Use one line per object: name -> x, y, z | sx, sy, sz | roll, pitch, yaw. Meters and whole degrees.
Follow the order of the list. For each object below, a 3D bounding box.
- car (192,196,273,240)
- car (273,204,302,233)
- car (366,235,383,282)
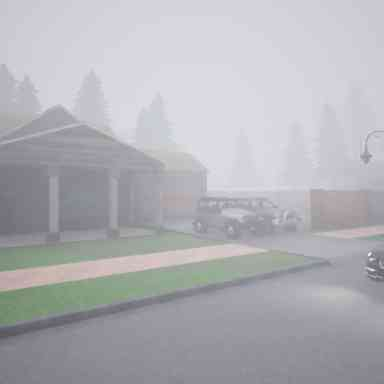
car -> 1.664, 1.173, 16.079 | 1.905, 1.878, 3.866 | 0, 0, -36
car -> 3.474, 1.170, 17.866 | 1.932, 1.855, 4.605 | 0, 0, -36
car -> 6.373, 1.503, 8.550 | 4.892, 1.490, 1.837 | 0, 0, -35
